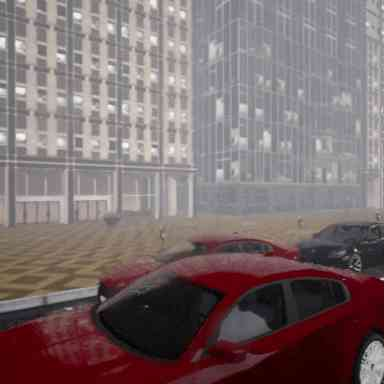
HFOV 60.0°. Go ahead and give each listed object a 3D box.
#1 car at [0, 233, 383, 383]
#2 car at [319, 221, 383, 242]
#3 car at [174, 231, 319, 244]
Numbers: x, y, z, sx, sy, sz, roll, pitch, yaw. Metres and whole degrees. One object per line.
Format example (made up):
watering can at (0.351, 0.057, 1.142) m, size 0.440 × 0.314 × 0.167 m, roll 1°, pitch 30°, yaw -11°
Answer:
car at (0.266, 1.480, 3.551) m, size 5.008 × 1.535 × 1.882 m, roll 0°, pitch 0°, yaw -35°
car at (4.864, 1.579, 10.042) m, size 4.313 × 1.339 × 1.947 m, roll 0°, pitch 0°, yaw -36°
car at (0.365, 1.550, 6.830) m, size 4.507 × 1.381 × 1.887 m, roll 0°, pitch 0°, yaw -36°
